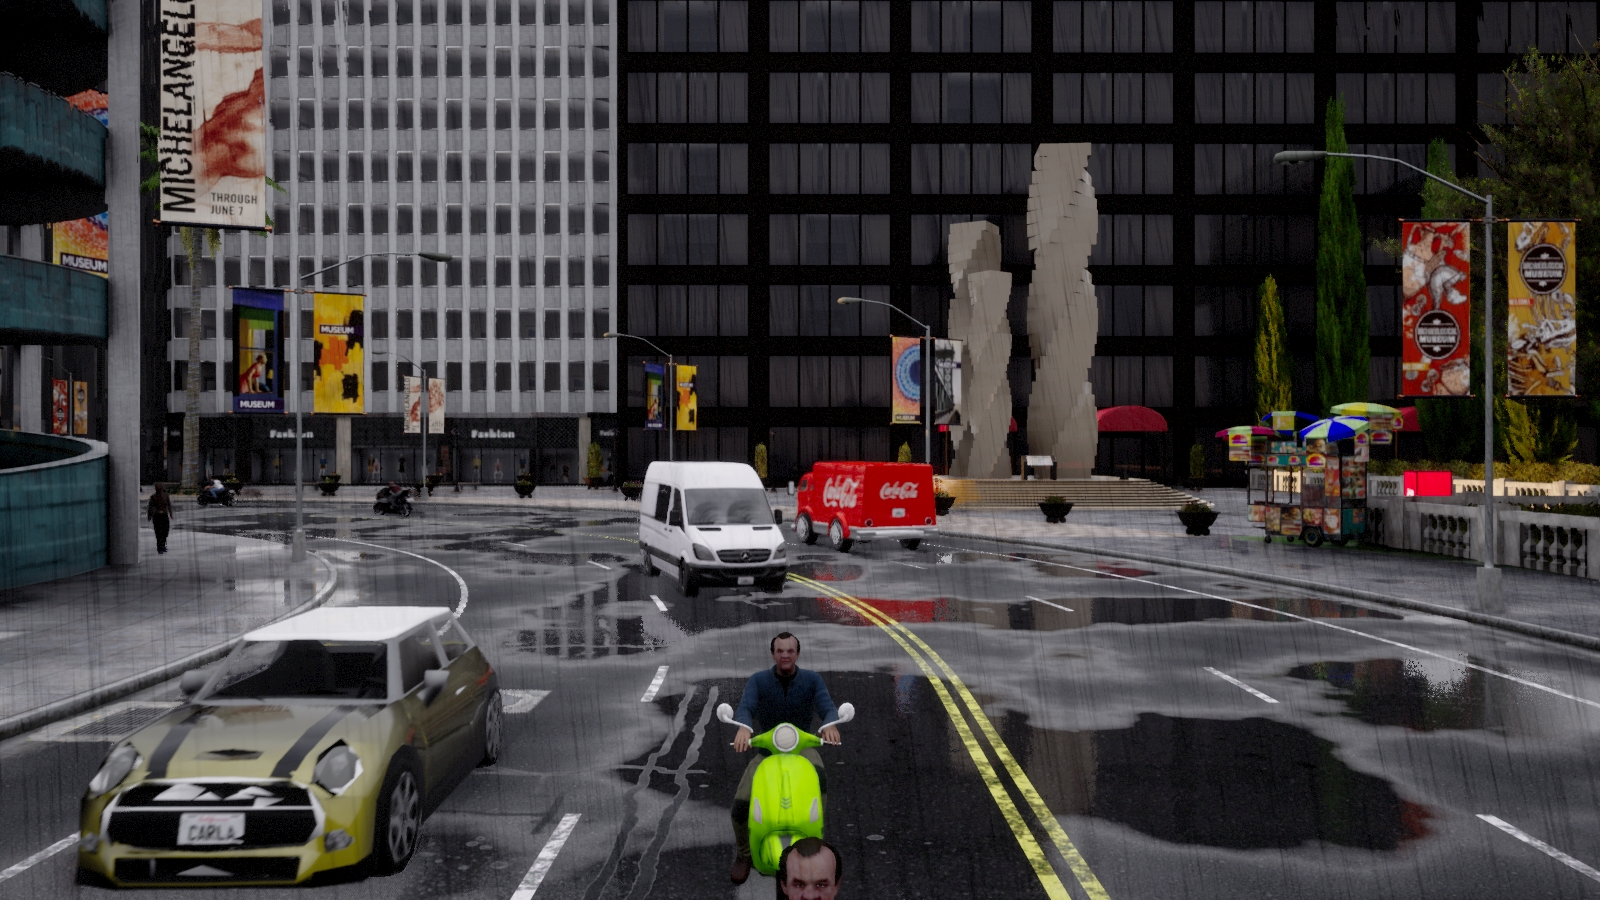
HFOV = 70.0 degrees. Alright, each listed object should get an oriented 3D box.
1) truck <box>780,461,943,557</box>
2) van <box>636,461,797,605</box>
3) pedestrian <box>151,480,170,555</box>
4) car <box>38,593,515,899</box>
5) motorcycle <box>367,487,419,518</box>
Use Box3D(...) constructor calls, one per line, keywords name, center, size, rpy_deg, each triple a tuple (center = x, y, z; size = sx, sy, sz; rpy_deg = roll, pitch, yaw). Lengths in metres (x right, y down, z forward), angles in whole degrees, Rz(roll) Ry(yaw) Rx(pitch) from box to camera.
Box3D(name="truck", center=(1.646, 1.581, 33.024), size=(2.627, 2.467, 5.204), rpy_deg=(0, 0, -24))
Box3D(name="van", center=(-1.928, 1.544, 23.946), size=(1.988, 2.561, 5.915), rpy_deg=(0, 0, -18))
Box3D(name="pedestrian", center=(-16.251, 1.708, 29.028), size=(0.375, 1.860, 0.375), rpy_deg=(0, 0, -35))
Box3D(name="car", center=(-3.588, 2.069, 8.712), size=(1.970, 1.475, 3.806), rpy_deg=(0, 0, -1))
Box3D(name="motorcycle", center=(-17.306, 2.224, 48.553), size=(2.209, 1.251, 0.867), rpy_deg=(0, 1, 30))
